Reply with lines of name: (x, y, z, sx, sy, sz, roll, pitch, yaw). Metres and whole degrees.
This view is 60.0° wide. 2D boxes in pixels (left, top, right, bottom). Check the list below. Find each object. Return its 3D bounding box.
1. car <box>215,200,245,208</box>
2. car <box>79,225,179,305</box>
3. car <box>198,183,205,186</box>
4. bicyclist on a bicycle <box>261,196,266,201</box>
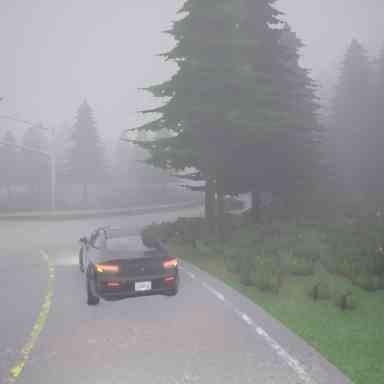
car: (3.550, 1.134, 32.393, 1.837, 1.490, 4.892, 1, 3, 36)
car: (-1.691, 1.526, 8.139, 1.812, 1.442, 4.674, 0, 0, -21)
car: (2.615, -0.993, 61.469, 1.994, 1.385, 4.181, 0, 5, -22)
bicyclist on a bicycle: (6.284, 0.894, 30.423, 1.656, 1.620, 0.582, -13, -4, 35)
